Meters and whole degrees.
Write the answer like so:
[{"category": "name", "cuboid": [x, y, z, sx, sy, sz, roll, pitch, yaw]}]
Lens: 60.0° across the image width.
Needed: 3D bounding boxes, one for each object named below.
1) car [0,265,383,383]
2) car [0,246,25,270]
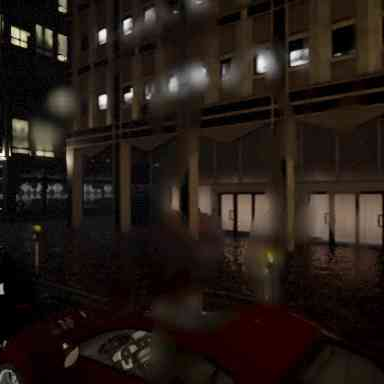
[{"category": "car", "cuboid": [-0.084, 1.572, 2.944, 4.206, 1.307, 1.802, 0, 0, 36]}, {"category": "car", "cuboid": [-4.701, 1.522, 6.239, 4.313, 1.339, 1.947, 0, 0, 36]}]
